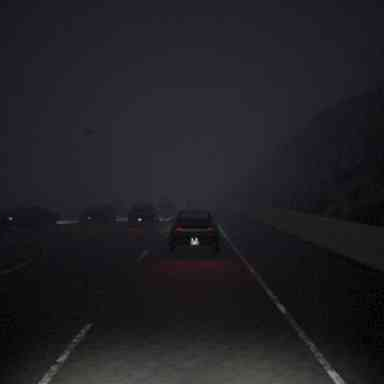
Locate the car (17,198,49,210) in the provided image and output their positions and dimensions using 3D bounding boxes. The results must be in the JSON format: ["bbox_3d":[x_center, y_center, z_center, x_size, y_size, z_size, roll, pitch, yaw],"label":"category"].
[{"bbox_3d":[-21.060,1.579,44.348,1.837,1.490,4.892,0,0,0],"label":"car"}]

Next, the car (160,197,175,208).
[{"bbox_3d":[-3.417,1.439,45.051,2.097,1.767,4.553,0,0,0],"label":"car"}]

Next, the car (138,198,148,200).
[{"bbox_3d":[-6.916,1.615,47.149,1.812,1.442,4.674,0,0,0],"label":"car"}]

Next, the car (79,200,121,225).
[{"bbox_3d":[-6.909,1.570,24.704,1.812,1.442,4.674,0,0,0],"label":"car"}]

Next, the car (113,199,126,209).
[{"bbox_3d":[-10.417,1.635,47.163,2.033,1.411,5.357,0,0,0],"label":"car"}]

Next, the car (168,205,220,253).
[{"bbox_3d":[0.095,1.520,13.781,2.128,1.511,4.902,0,0,0],"label":"car"}]

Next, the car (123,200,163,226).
[{"bbox_3d":[-3.409,1.552,24.147,1.837,1.490,4.892,0,0,0],"label":"car"}]

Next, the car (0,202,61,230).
[{"bbox_3d":[-10.405,1.583,21.585,2.033,1.411,5.357,0,0,0],"label":"car"}]

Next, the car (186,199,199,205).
[{"bbox_3d":[0.081,1.664,49.647,1.994,1.385,4.181,0,0,0],"label":"car"}]
